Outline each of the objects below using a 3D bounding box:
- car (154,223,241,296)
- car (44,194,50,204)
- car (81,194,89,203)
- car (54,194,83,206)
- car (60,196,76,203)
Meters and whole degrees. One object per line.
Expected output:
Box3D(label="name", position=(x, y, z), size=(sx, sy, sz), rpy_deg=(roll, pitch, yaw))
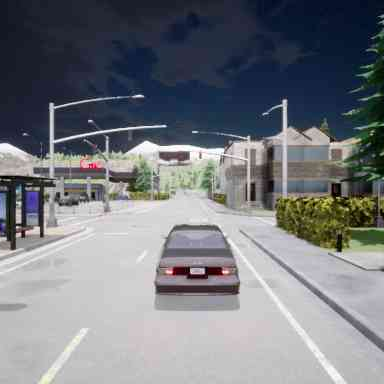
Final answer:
Box3D(label="car", position=(0.105, 1.547, 8.828), size=(2.033, 1.411, 5.357), rpy_deg=(0, 0, 0))
Box3D(label="car", position=(-25.859, 1.289, 61.029), size=(1.932, 1.855, 4.605), rpy_deg=(0, 0, 0))
Box3D(label="car", position=(-22.590, 1.268, 68.904), size=(1.905, 1.878, 3.866), rpy_deg=(0, 0, 0))
Box3D(label="car", position=(-18.896, 1.490, 51.033), size=(2.007, 1.523, 4.514), rpy_deg=(0, 0, 0))
Box3D(label="car", position=(-25.916, 1.552, 69.508), size=(1.970, 1.475, 3.806), rpy_deg=(0, 0, 0))
